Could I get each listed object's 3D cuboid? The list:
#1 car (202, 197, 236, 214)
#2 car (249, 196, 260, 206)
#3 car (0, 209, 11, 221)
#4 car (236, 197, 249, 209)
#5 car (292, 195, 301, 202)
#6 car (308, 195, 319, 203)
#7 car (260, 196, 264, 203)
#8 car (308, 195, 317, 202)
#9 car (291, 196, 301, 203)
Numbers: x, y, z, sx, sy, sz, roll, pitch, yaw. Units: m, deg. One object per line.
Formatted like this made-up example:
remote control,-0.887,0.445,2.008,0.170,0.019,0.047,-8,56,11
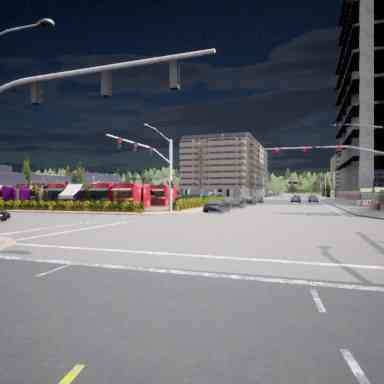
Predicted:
car,2.814,1.548,36.145,2.033,1.411,5.357,0,0,22
car,9.758,1.601,56.357,1.895,1.301,4.718,0,0,19
car,-16.445,1.619,26.162,4.181,1.385,1.994,0,0,19
car,6.267,1.506,46.038,1.837,1.490,4.892,0,0,19
car,24.686,1.540,78.503,2.033,1.411,5.357,0,0,19
car,24.808,1.541,67.844,2.033,1.411,5.357,0,0,19
car,13.046,1.492,65.949,2.128,1.511,4.902,0,0,19
car,28.108,1.524,77.696,1.812,1.442,4.674,0,0,19
car,21.599,1.555,69.282,1.994,1.385,4.181,0,0,19
